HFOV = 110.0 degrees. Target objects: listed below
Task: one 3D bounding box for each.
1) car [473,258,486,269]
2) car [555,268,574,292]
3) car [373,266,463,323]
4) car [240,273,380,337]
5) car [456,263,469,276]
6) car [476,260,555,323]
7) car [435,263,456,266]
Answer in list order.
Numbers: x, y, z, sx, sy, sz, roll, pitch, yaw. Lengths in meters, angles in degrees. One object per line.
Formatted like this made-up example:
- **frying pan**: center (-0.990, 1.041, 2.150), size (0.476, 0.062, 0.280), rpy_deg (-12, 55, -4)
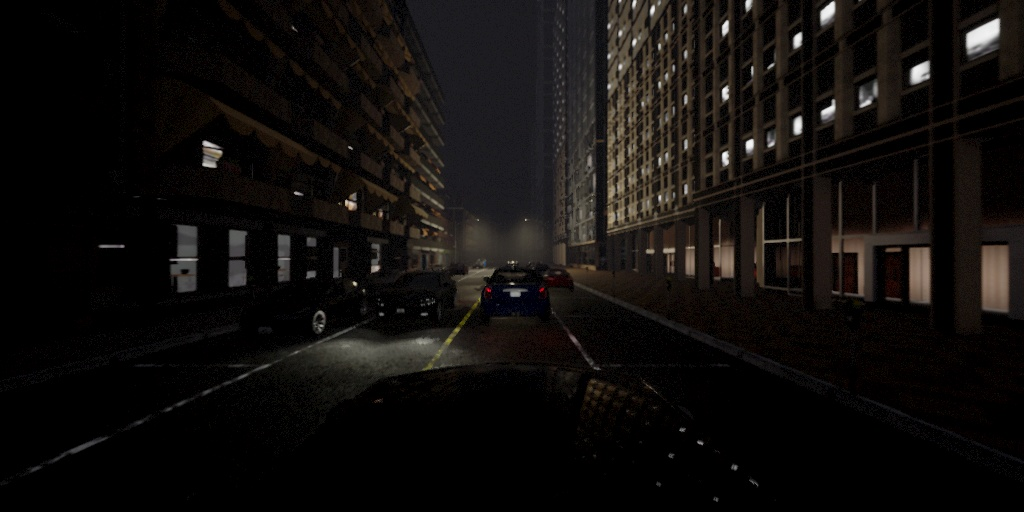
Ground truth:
- **car**: center (-5.697, 1.540, 61.284), size (1.948, 1.339, 4.313), rpy_deg (0, 0, 0)
- **car**: center (2.688, 1.400, 21.745), size (1.802, 1.307, 4.207), rpy_deg (0, 0, 0)
- **car**: center (-3.102, 1.263, 12.488), size (1.882, 1.535, 5.008), rpy_deg (0, 0, 0)
- **car**: center (-5.691, 1.345, 10.448), size (1.948, 1.339, 4.313), rpy_deg (0, 0, 0)
- **car**: center (-5.694, 1.428, 38.691), size (1.888, 1.381, 4.507), rpy_deg (0, 0, 0)
- **car**: center (0.070, 1.137, 12.494), size (2.097, 1.767, 4.553), rpy_deg (0, 0, -1)
- **car**: center (-5.693, 1.365, 27.223), size (1.751, 1.417, 4.829), rpy_deg (0, 0, 0)
